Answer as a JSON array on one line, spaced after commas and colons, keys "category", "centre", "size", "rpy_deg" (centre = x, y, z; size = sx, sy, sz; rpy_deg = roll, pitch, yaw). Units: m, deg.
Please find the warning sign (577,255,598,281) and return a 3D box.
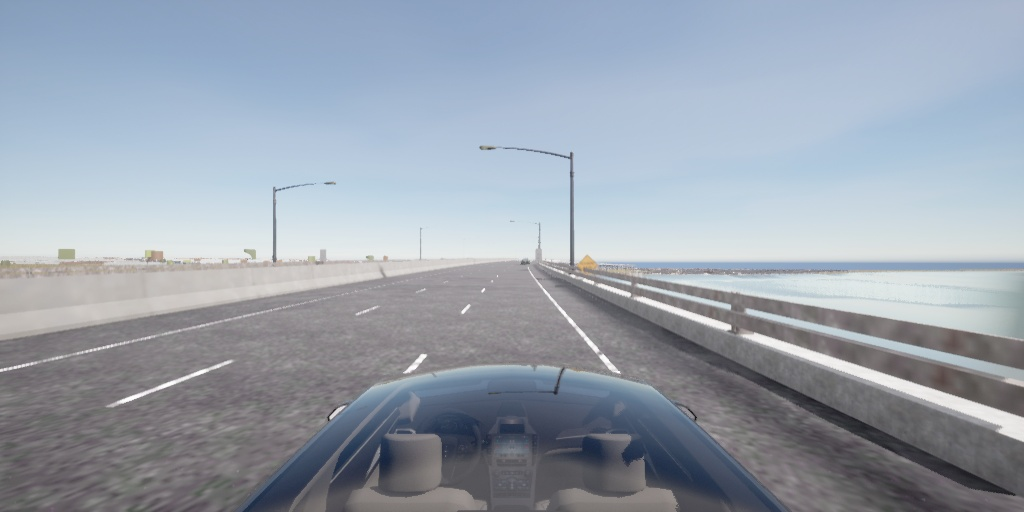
[{"category": "warning sign", "centre": [4.674, 0.851, 22.124], "size": [1.300, 1.860, 1.060], "rpy_deg": [0, 0, 1]}]
